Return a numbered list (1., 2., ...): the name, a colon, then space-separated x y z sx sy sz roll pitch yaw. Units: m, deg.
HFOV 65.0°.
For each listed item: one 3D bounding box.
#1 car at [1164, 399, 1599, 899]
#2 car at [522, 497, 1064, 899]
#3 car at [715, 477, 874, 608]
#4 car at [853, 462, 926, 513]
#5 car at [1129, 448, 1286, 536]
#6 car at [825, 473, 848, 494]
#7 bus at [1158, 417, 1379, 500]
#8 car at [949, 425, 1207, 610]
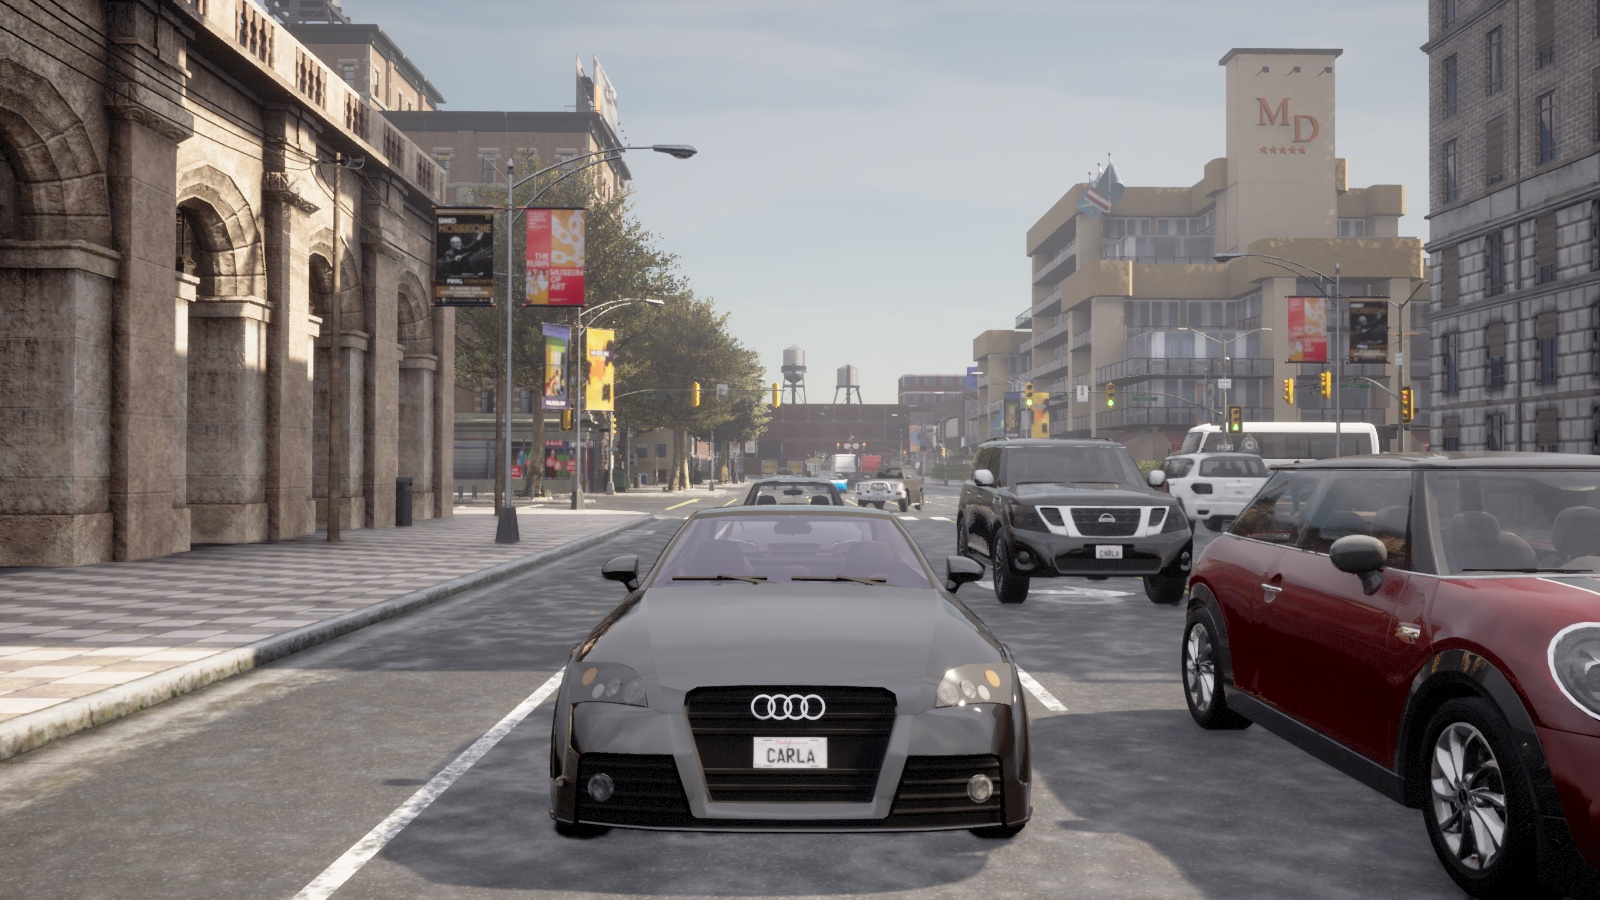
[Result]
1. car: 3.469 0.760 5.993 2.097 1.767 4.553 0 -1 0
2. car: -0.032 0.991 6.719 1.994 1.385 4.181 0 -1 0
3. car: -0.072 1.105 16.502 1.816 1.474 4.193 0 -1 0
4. car: 3.548 1.437 48.924 1.932 1.855 4.605 -1 -1 16
5. car: 10.273 1.031 32.207 2.150 2.045 5.566 0 -1 -1
6. car: 2.497 2.302 86.116 1.481 1.376 2.207 0 -1 -1
7. bus: 24.795 0.460 66.964 10.273 4.253 3.944 0 -1 -1
8. car: 3.426 0.801 16.760 2.150 2.045 5.566 0 -1 0
